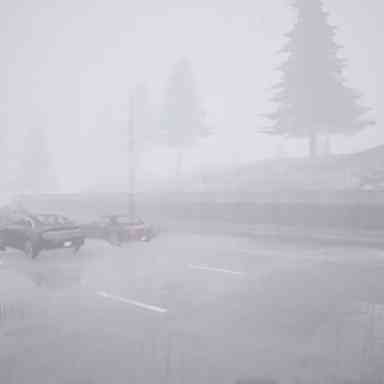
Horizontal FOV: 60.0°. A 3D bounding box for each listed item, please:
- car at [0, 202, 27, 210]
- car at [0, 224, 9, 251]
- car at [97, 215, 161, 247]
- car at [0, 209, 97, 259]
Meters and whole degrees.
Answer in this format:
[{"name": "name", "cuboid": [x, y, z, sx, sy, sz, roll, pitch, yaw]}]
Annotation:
[{"name": "car", "cuboid": [-13.621, 1.770, 25.165, 2.128, 1.511, 4.902, 0, 0, -43]}, {"name": "car", "cuboid": [-7.691, 1.677, 9.909, 5.357, 1.411, 2.033, -1, 0, 41]}, {"name": "car", "cuboid": [-3.741, 1.732, 15.766, 4.718, 1.301, 1.895, -1, 0, 41]}, {"name": "car", "cuboid": [-6.171, 1.629, 13.252, 4.902, 1.511, 2.128, -1, 0, 42]}]
